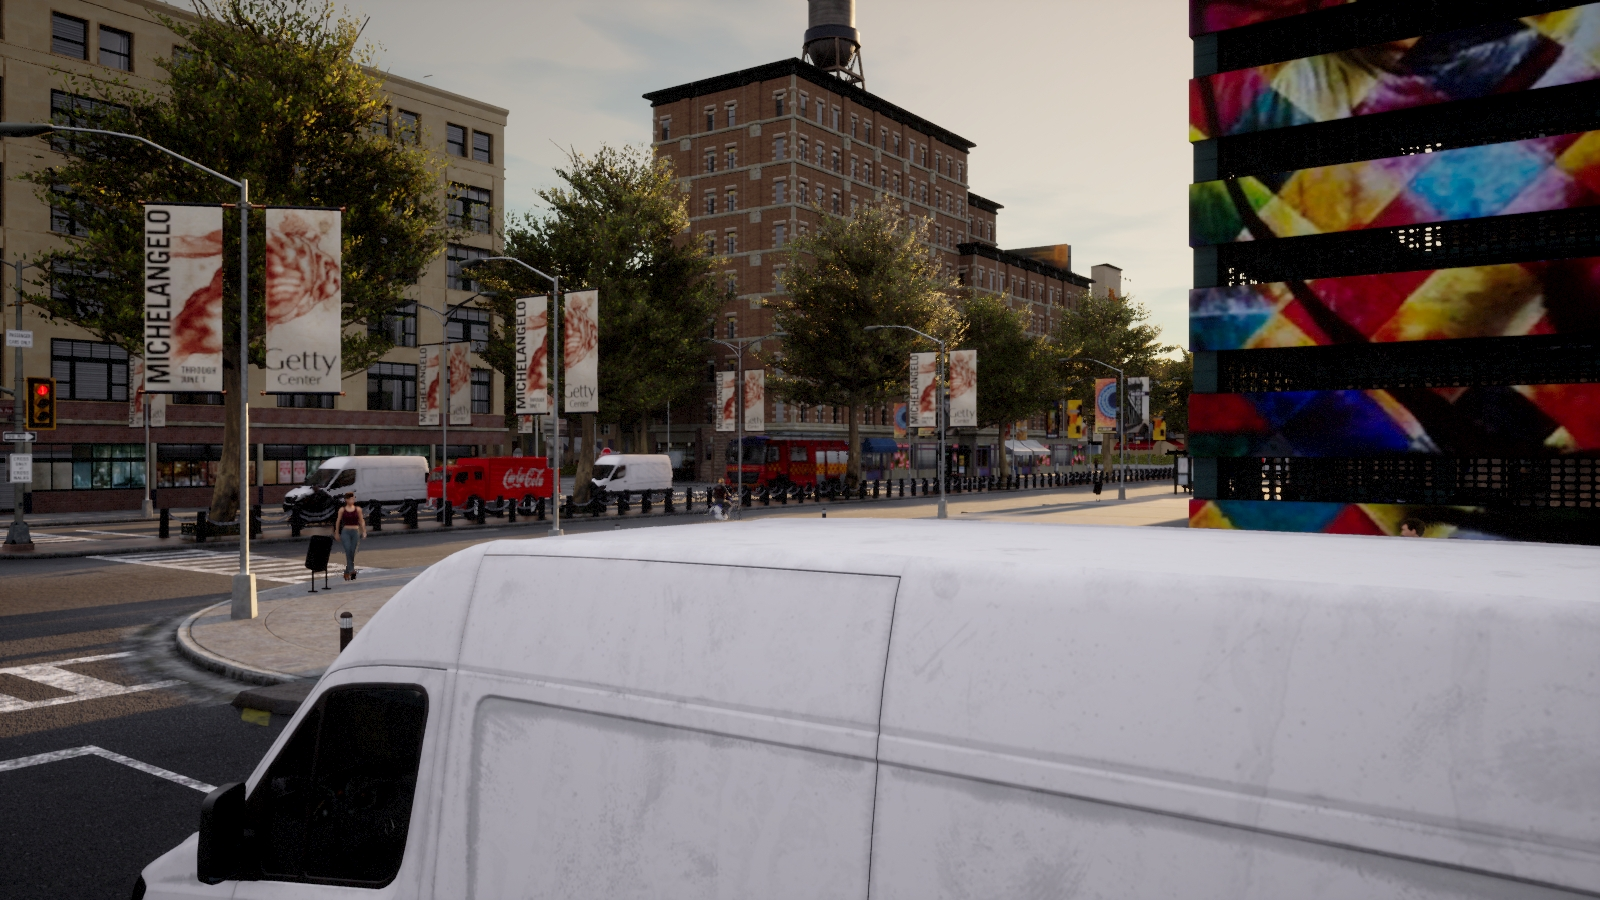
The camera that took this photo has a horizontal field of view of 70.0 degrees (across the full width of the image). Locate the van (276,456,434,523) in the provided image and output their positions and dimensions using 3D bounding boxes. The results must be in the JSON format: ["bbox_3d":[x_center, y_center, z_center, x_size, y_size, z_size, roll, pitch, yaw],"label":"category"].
[{"bbox_3d":[-18.127,1.535,46.847,1.988,2.561,5.915,0,0,36],"label":"van"}]

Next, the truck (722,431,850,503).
[{"bbox_3d":[-0.648,0.890,65.339,2.891,3.827,8.468,0,0,35],"label":"truck"}]

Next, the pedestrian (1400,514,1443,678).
[{"bbox_3d":[7.308,1.696,13.430,0.375,1.860,0.375,0,0,39],"label":"pedestrian"}]

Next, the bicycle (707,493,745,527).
[{"bbox_3d":[-2.762,2.210,42.588,0.329,1.171,1.835,0,0,35],"label":"bicycle"}]

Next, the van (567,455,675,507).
[{"bbox_3d":[-9.207,1.535,59.362,1.988,2.561,5.915,0,0,36],"label":"van"}]

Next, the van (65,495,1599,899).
[{"bbox_3d":[-0.118,1.534,3.913,5.915,2.561,1.988,0,0,36],"label":"van"}]

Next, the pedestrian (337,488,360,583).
[{"bbox_3d":[-9.030,1.696,22.854,0.375,1.860,0.375,0,0,-32],"label":"pedestrian"}]

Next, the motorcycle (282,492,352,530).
[{"bbox_3d":[-17.570,2.205,41.612,0.867,1.251,2.209,0,0,35],"label":"motorcycle"}]

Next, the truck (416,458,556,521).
[{"bbox_3d":[-13.080,1.568,47.903,2.627,2.467,5.204,0,0,36],"label":"truck"}]
